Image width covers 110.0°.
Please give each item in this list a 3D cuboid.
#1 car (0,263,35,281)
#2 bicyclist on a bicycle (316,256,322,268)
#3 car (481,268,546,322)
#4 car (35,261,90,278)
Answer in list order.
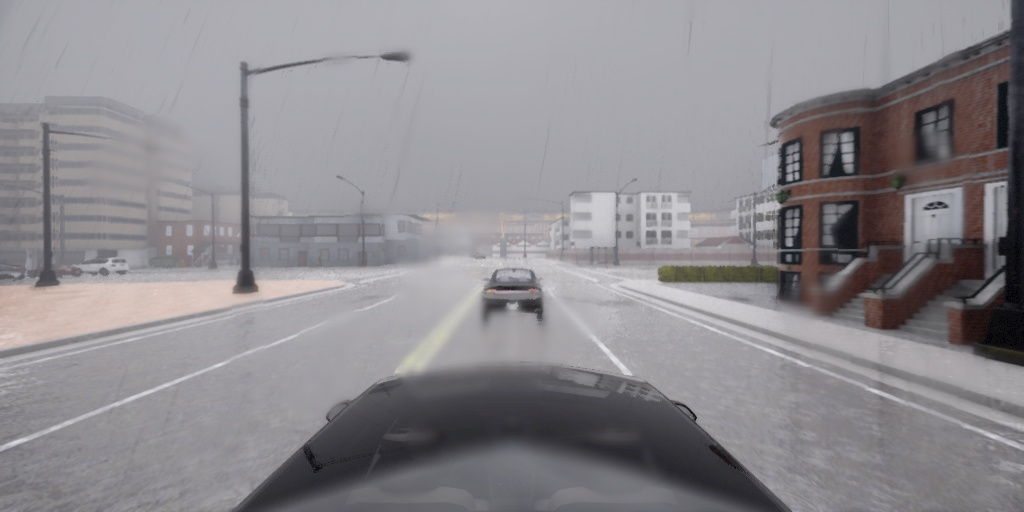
[{"bbox_3d":[-46.999,1.630,32.212,4.902,1.511,2.128,-1,1,-1],"label":"car"},{"bbox_3d":[-26.398,0.813,49.146,0.582,1.620,1.656,-1,1,-1],"label":"bicyclist on a bicycle"},{"bbox_3d":[0.061,1.144,11.875,2.128,1.511,4.902,0,1,0],"label":"car"},{"bbox_3d":[-49.924,1.649,39.255,4.674,1.442,1.812,-1,1,-1],"label":"car"}]
